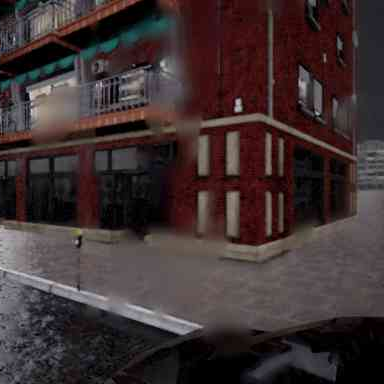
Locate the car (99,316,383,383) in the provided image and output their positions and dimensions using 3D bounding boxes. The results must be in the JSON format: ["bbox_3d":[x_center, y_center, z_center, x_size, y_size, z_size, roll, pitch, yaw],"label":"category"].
[{"bbox_3d":[1.206,1.565,2.080,4.313,1.339,1.947,1,0,36],"label":"car"}]
